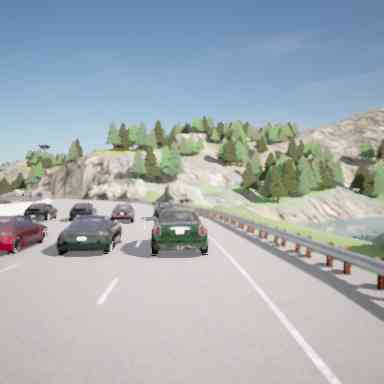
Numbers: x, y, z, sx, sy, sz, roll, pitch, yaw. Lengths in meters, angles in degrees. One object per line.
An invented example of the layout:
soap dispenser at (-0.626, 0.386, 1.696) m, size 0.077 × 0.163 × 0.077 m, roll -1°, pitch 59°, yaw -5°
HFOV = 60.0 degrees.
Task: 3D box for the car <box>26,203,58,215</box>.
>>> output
car at (-12.905, 1.682, 28.640) m, size 1.837 × 1.490 × 4.892 m, roll 0°, pitch 0°, yaw -9°

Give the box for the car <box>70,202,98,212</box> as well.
car at (-9.438, 1.679, 29.118) m, size 1.837 × 1.490 × 4.892 m, roll 0°, pitch 0°, yaw -9°

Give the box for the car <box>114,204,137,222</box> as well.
car at (-5.622, 1.705, 27.426) m, size 2.033 × 1.411 × 5.357 m, roll 0°, pitch 0°, yaw -9°

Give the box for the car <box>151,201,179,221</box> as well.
car at (-2.501, 1.658, 30.047) m, size 2.128 × 1.511 × 4.902 m, roll 0°, pitch 0°, yaw -9°

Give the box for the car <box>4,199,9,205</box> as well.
car at (-29.048, 1.801, 51.030) m, size 1.882 × 1.535 × 5.008 m, roll 0°, pitch 0°, yaw -17°

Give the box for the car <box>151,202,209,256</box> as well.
car at (-0.572, 1.427, 13.761) m, size 2.097 × 1.767 × 4.553 m, roll 0°, pitch 0°, yaw -4°

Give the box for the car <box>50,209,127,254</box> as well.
car at (-4.087, 1.647, 13.872) m, size 1.994 × 1.385 × 4.181 m, roll 0°, pitch 0°, yaw -4°

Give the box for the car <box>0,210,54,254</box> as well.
car at (-7.591, 1.652, 13.807) m, size 1.994 × 1.385 × 4.181 m, roll 0°, pitch 0°, yaw -4°
